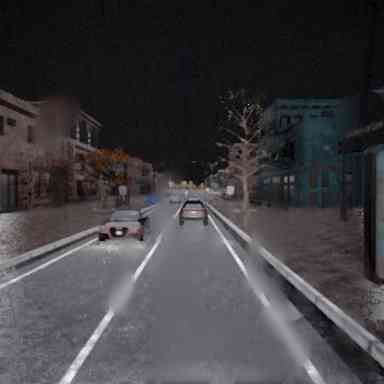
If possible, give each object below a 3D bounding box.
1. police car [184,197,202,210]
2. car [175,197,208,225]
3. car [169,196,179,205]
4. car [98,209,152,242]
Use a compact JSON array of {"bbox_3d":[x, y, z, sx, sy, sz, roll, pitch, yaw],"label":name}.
[{"bbox_3d":[0.112,1.403,41.750,2.038,1.542,4.974,0,0,0],"label":"police car"},{"bbox_3d":[0.107,1.378,23.784,2.033,1.649,4.856,0,0,0],"label":"car"},{"bbox_3d":[-3.024,1.483,58.881,1.837,1.490,4.892,0,0,1],"label":"car"},{"bbox_3d":[-3.095,1.533,16.048,1.994,1.385,4.181,0,0,0],"label":"car"}]
